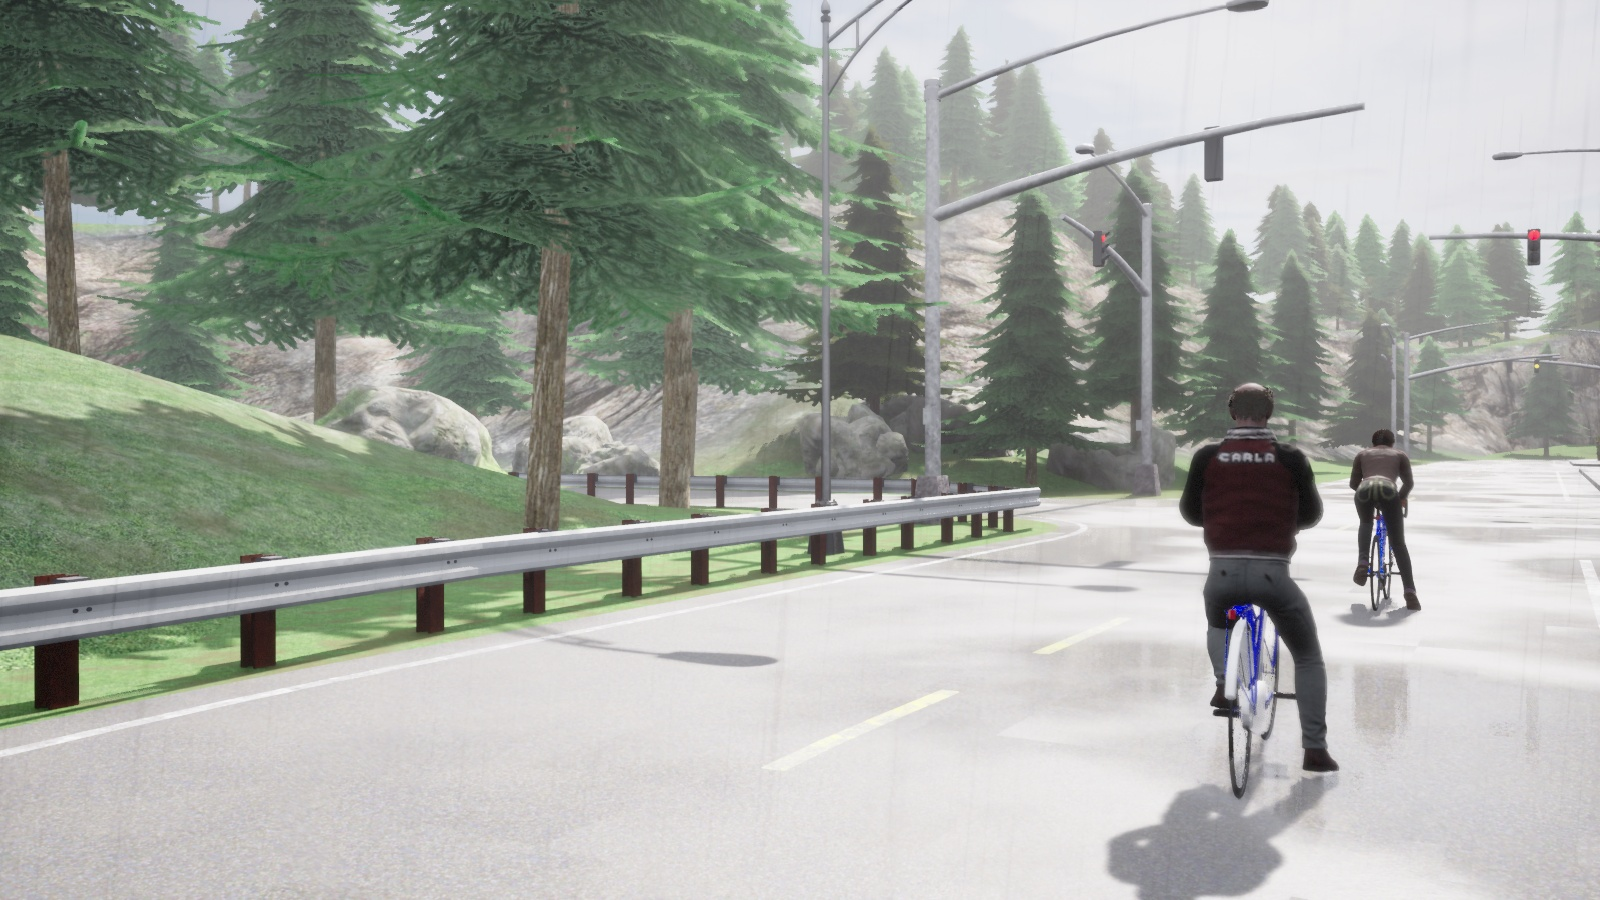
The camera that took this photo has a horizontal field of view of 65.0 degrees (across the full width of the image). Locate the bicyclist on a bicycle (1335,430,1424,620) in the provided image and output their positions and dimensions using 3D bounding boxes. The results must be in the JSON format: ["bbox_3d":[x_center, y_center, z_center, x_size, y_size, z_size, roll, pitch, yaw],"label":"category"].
[{"bbox_3d":[5.347,0.638,11.548,0.582,1.620,1.656,0,0,30],"label":"bicyclist on a bicycle"}]

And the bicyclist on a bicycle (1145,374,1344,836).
[{"bbox_3d":[2.104,0.586,5.788,0.659,1.776,1.843,0,1,26],"label":"bicyclist on a bicycle"}]
